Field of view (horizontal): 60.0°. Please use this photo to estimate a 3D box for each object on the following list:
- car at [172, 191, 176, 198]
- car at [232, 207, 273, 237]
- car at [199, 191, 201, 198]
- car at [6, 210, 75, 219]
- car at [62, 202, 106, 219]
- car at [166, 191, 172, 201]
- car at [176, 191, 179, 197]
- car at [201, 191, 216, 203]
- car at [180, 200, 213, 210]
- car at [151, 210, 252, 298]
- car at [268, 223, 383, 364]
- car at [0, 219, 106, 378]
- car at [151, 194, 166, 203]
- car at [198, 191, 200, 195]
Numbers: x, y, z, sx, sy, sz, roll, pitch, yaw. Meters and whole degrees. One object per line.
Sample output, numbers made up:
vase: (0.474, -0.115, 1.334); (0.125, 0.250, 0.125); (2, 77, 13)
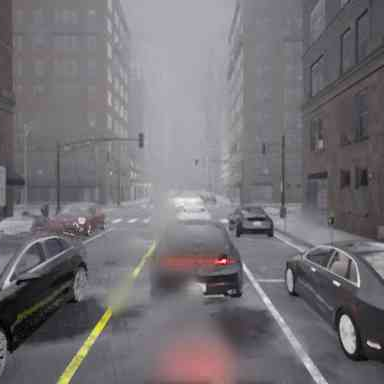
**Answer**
car: (-5.583, 0.843, 80.607); (1.752, 1.417, 4.829); (0, 0, 0)
car: (2.856, 1.404, 16.633); (1.947, 1.339, 4.313); (0, 1, 0)
car: (2.913, 0.980, 64.539); (2.008, 1.369, 4.403); (0, 0, 0)
car: (-5.670, 1.473, 11.133); (1.802, 1.307, 4.206); (0, 1, 0)
car: (-5.669, 1.278, 16.633); (1.967, 1.590, 4.097); (0, 1, 0)
car: (-5.612, 0.980, 64.552); (2.008, 1.369, 4.403); (0, 0, 0)
car: (-5.563, 0.568, 91.592); (2.192, 1.841, 5.009); (0, 0, 0)
car: (2.892, 0.954, 53.721); (1.967, 1.590, 4.097); (0, 0, 0)
car: (0.083, 1.356, 17.445); (1.812, 1.442, 4.674); (0, 1, -1)
car: (0.098, 1.423, 8.297); (1.837, 1.490, 4.892); (0, 1, 0)
car: (2.855, 1.495, 5.631); (2.008, 1.369, 4.403); (0, 1, 0)
car: (-3.085, 1.440, 5.121); (2.128, 1.511, 4.902); (0, 1, 0)
car: (-5.633, 1.096, 53.735); (1.802, 1.307, 4.206); (0, 0, 0)
car: (2.932, 0.792, 75.356); (1.967, 1.590, 4.097); (0, 0, 0)
